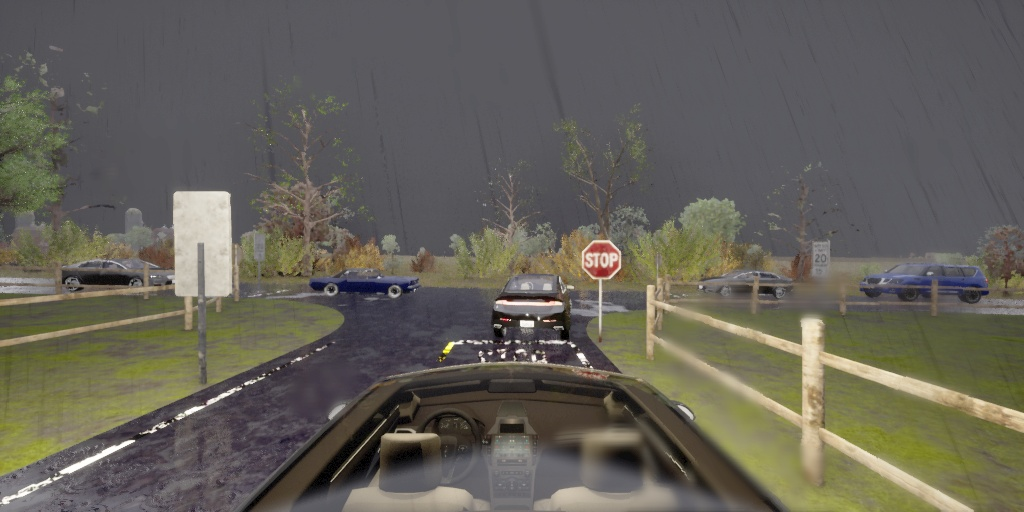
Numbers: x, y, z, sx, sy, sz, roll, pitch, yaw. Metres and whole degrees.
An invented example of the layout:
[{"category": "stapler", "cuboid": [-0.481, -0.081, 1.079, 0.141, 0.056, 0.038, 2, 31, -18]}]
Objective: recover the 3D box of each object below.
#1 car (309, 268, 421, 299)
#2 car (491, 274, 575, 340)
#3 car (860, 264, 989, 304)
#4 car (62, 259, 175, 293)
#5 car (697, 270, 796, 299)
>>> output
[{"category": "car", "cuboid": [-6.824, 1.248, 17.095, 4.718, 1.301, 1.895, 1, 1, 0]}, {"category": "car", "cuboid": [0.705, 1.240, 10.065, 2.128, 1.511, 4.902, 0, 0, 9]}, {"category": "car", "cuboid": [22.897, 1.466, 20.015, 5.566, 2.045, 2.150, 1, 1, 0]}, {"category": "car", "cuboid": [-18.492, 0.885, 17.111, 4.902, 1.511, 2.128, 1, 1, 0]}, {"category": "car", "cuboid": [13.002, 1.525, 20.025, 4.902, 1.511, 2.128, 1, 1, 0]}]
